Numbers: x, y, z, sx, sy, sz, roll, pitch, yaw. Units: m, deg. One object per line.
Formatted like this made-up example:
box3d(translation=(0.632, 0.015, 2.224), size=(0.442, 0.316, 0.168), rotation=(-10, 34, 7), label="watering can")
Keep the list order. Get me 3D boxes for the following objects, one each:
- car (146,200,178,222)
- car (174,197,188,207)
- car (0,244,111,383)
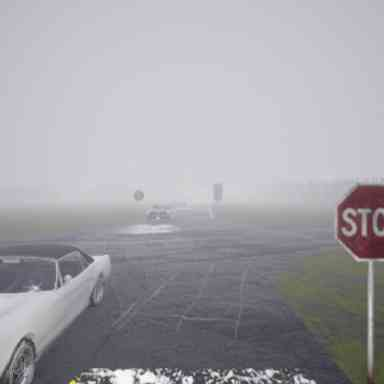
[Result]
box3d(translation=(-2.408, 1.571, 26.259), size=(1.895, 1.301, 4.718), rotation=(0, 0, 1), label="car")
box3d(translation=(-1.650, 1.471, 48.435), size=(1.812, 1.442, 4.674), rotation=(0, 0, 2), label="car")
box3d(translation=(-2.727, 1.595, 5.145), size=(1.895, 1.301, 4.718), rotation=(0, 0, 0), label="car")
